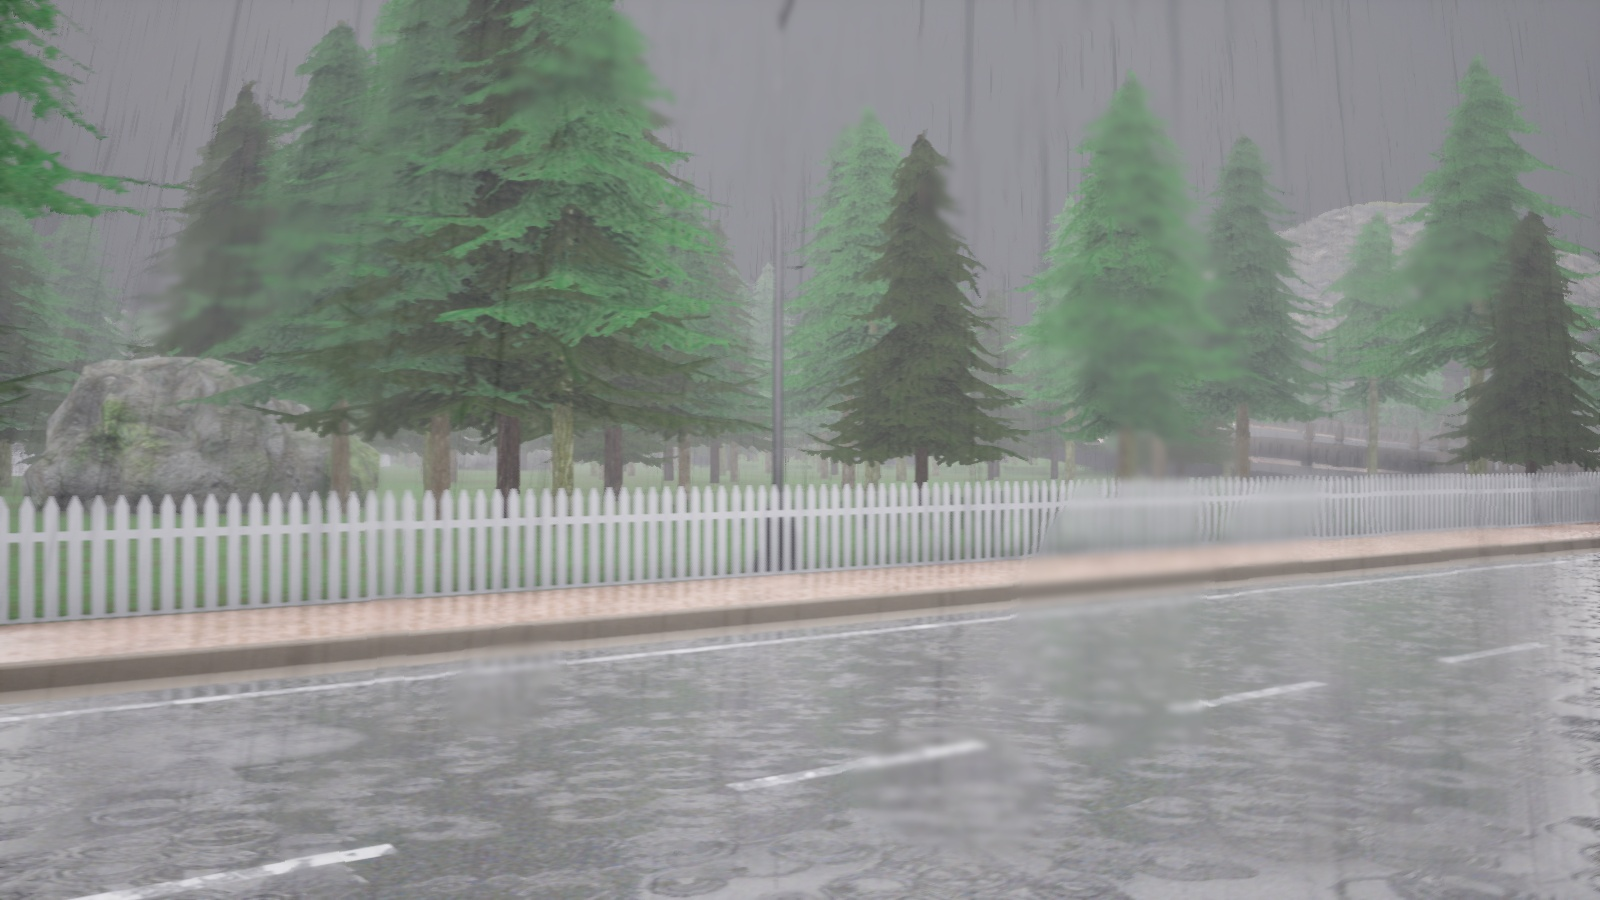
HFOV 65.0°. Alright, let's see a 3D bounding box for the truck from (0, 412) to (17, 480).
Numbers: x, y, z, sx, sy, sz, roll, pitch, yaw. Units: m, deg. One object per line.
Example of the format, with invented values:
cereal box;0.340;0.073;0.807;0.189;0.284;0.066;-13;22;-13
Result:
truck;-48.220;-0.204;68.857;2.891;3.827;8.468;0;0;37
